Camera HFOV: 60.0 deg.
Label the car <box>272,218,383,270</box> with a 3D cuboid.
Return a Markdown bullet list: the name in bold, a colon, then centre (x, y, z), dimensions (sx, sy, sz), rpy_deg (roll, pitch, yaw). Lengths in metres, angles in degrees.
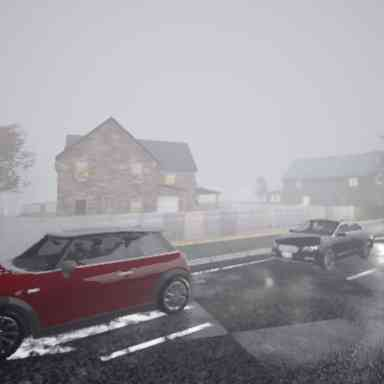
- **car**: centre (4.845, 1.737, 12.038), dimensions (4.902, 1.511, 2.128), rpy_deg (1, -1, -40)

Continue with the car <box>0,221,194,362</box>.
- **car**: centre (-2.202, 1.482, 6.199), dimensions (4.553, 1.767, 2.097), rpy_deg (1, -1, -39)
